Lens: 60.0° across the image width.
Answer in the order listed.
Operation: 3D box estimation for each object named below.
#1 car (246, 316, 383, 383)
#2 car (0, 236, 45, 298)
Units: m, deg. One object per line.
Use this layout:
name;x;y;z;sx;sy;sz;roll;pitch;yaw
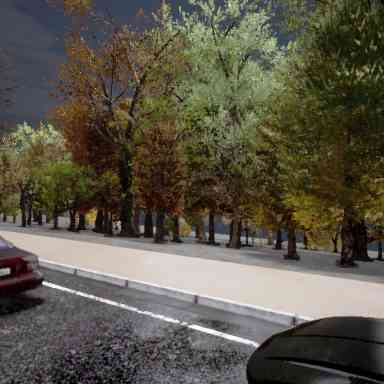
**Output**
car;2.681;1.478;1.760;5.008;1.535;1.882;0;0;36
car;-5.576;1.546;7.696;5.357;1.411;2.033;0;0;36
